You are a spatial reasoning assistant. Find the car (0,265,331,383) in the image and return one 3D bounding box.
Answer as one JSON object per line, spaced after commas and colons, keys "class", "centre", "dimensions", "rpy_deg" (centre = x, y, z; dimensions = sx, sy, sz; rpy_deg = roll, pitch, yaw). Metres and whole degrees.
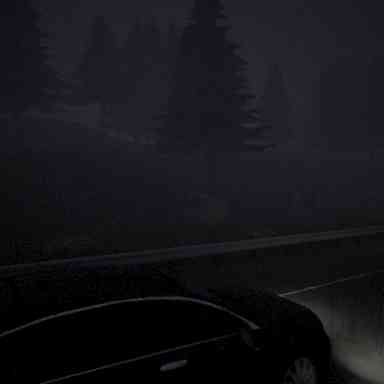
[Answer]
{"class": "car", "centre": [-0.666, 1.503, 3.163], "dimensions": [4.892, 1.490, 1.837], "rpy_deg": [1, 0, -35]}
